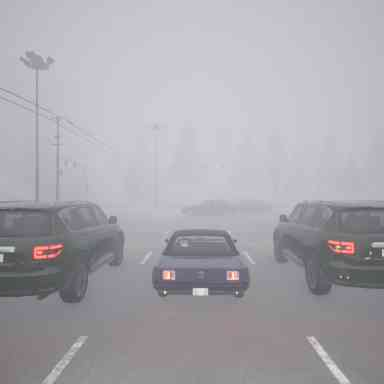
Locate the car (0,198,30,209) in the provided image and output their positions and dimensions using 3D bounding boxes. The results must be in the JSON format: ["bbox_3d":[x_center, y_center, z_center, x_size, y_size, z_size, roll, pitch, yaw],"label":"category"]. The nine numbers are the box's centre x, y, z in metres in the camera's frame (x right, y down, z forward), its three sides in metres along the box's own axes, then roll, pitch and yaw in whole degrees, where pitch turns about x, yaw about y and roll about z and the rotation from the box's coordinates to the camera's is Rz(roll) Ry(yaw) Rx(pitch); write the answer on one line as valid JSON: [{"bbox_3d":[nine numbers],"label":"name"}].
[{"bbox_3d":[-24.828,1.528,45.292,4.674,1.442,1.812,0,0,2],"label":"car"}]

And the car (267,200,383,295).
[{"bbox_3d":[3.729,1.222,8.830,2.150,2.045,5.566,0,0,1],"label":"car"}]

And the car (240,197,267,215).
[{"bbox_3d":[5.719,1.494,33.961,4.902,1.511,2.128,0,0,2],"label":"car"}]

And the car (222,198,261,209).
[{"bbox_3d":[6.549,1.507,44.444,4.892,1.490,1.837,0,0,2],"label":"car"}]

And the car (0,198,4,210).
[{"bbox_3d":[-26.425,1.528,41.833,4.674,1.442,1.812,0,0,2],"label":"car"}]

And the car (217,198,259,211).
[{"bbox_3d":[5.616,1.494,40.968,4.902,1.511,2.128,0,0,2],"label":"car"}]

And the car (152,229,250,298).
[{"bbox_3d":[0.223,1.601,8.518,1.895,1.301,4.718,0,0,1],"label":"car"}]

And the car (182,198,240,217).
[{"bbox_3d":[1.586,1.479,30.573,5.008,1.535,1.882,0,0,2],"label":"car"}]

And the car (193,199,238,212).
[{"bbox_3d":[2.584,1.507,37.548,4.892,1.490,1.837,0,0,2],"label":"car"}]

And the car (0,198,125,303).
[{"bbox_3d":[-3.284,1.222,8.360,2.150,2.045,5.566,0,0,1],"label":"car"}]
